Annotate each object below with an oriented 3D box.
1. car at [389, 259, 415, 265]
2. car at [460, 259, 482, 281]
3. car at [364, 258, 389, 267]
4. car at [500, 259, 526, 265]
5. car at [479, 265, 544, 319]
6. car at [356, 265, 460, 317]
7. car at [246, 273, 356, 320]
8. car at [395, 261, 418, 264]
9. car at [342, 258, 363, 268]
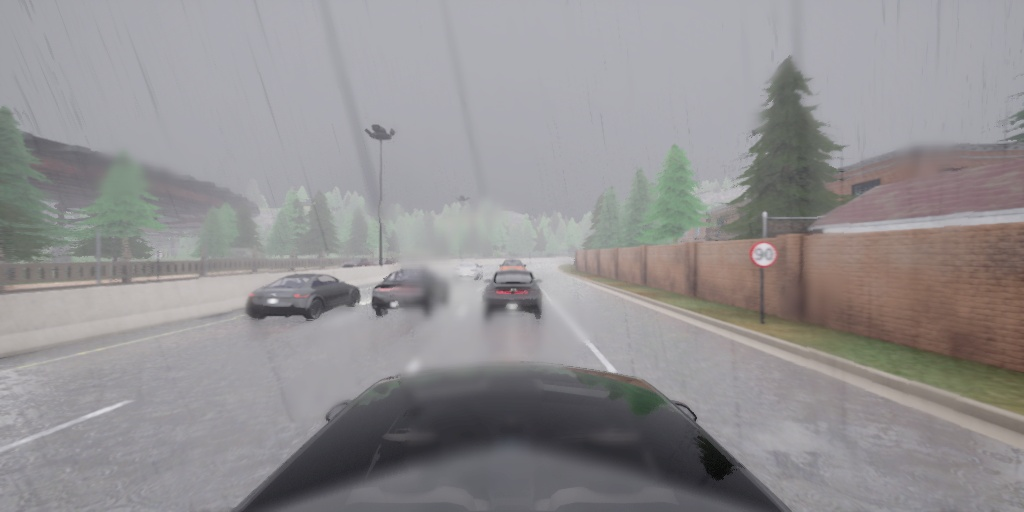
[{"bbox_3d":[-13.759,1.126,46.618,1.882,1.535,5.008,0,0,4],"label":"car"},{"bbox_3d":[-3.440,1.214,29.029,1.812,1.442,4.674,0,0,0],"label":"car"},{"bbox_3d":[-17.204,1.124,47.359,1.882,1.535,5.008,0,0,4],"label":"car"},{"bbox_3d":[0.054,1.042,27.713,2.097,1.767,4.553,0,0,0],"label":"car"},{"bbox_3d":[0.058,1.229,12.654,1.837,1.490,4.892,0,0,0],"label":"car"},{"bbox_3d":[-3.439,1.217,13.016,2.128,1.511,4.902,0,0,0],"label":"car"},{"bbox_3d":[-6.942,1.288,12.436,1.994,1.385,4.181,0,0,0],"label":"car"},{"bbox_3d":[-6.951,1.295,26.589,1.895,1.301,4.718,0,0,0],"label":"car"},{"bbox_3d":[-20.680,0.999,47.706,2.097,1.767,4.553,0,0,4],"label":"car"}]
